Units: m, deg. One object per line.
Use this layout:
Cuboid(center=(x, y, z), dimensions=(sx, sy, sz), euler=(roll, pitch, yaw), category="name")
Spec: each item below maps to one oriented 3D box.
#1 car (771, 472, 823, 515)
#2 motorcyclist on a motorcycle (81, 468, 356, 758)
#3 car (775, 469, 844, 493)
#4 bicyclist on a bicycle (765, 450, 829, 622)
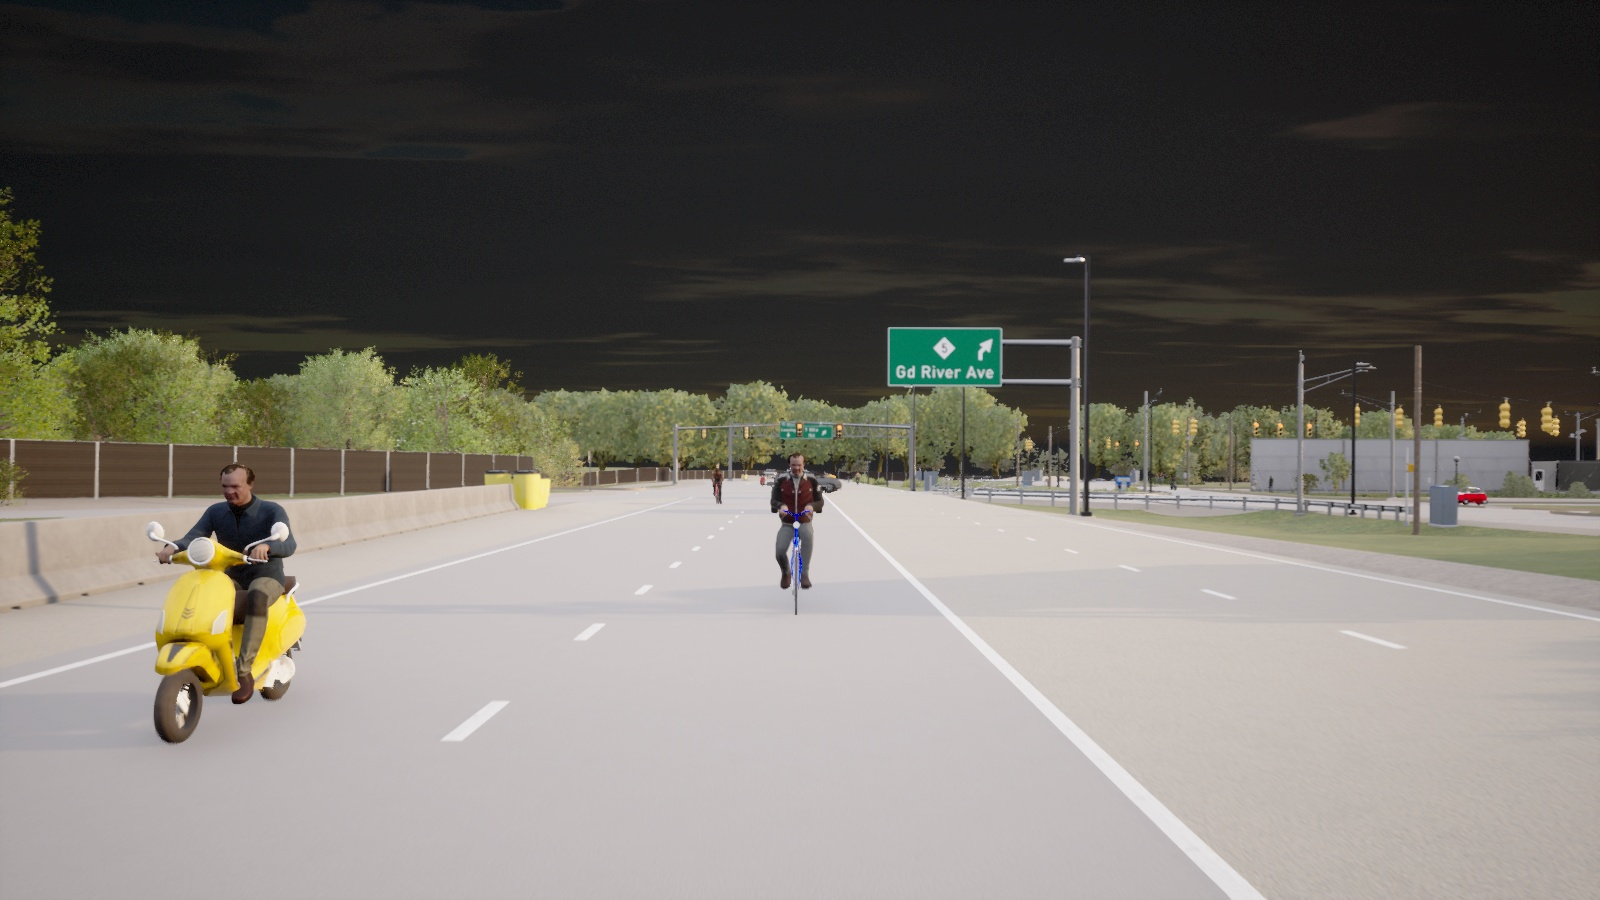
Cuboid(center=(-0.108, 1.553, 46.432), dimensions=(1.837, 1.490, 4.892), euler=(0, -1, 0), category="car")
Cuboid(center=(-3.518, 0.910, 7.810), dimensions=(0.866, 1.590, 1.817), euler=(0, -1, 0), category="motorcyclist on a motorcycle")
Cuboid(center=(0.590, 2.063, 83.267), dimensions=(4.514, 1.525, 2.007), euler=(0, -1, 0), category="car")
Cuboid(center=(-0.033, 0.912, 13.972), dimensions=(0.659, 1.776, 1.843), euler=(0, -1, 0), category="bicyclist on a bicycle")
